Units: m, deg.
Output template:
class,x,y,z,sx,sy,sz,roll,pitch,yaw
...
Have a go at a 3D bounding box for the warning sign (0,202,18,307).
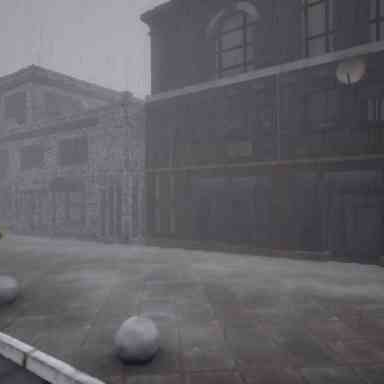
class,x,y,z,sx,sy,sz,roll,pitch,yaw
warning sign,-4.032,1.121,5.943,1.060,1.860,1.300,0,0,35
